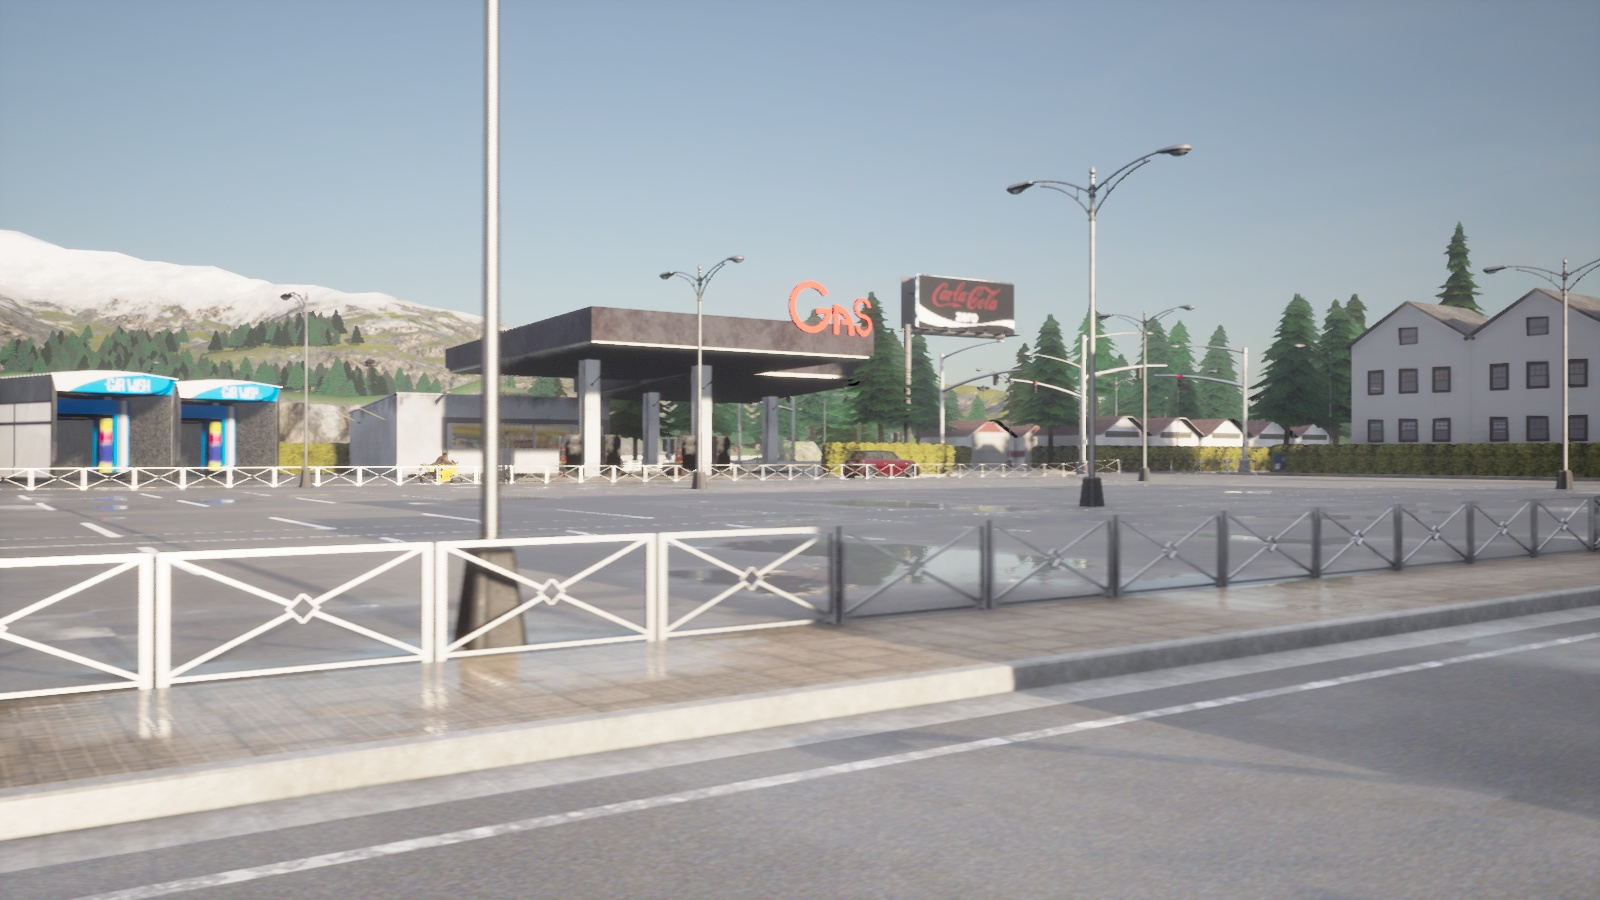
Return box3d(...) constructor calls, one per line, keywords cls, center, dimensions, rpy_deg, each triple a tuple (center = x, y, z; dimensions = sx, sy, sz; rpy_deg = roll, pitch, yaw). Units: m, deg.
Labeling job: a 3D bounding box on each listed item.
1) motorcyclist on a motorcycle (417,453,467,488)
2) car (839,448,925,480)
box3d(cls="motorcyclist on a motorcycle", center=(-16.172, 0.915, 56.767), dimensions=(2.044, 1.523, 0.797), rpy_deg=(0, 0, -35))
box3d(cls="car", center=(4.658, 0.783, 71.090), dimensions=(4.553, 1.767, 2.097), rpy_deg=(0, 0, -35))
